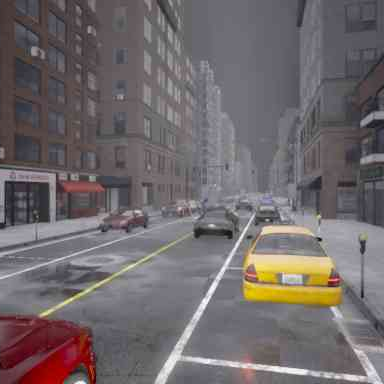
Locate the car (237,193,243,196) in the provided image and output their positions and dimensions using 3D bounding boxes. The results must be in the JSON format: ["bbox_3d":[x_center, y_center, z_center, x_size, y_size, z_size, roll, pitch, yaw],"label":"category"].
[{"bbox_3d":[11.966,1.514,89.430,1.752,1.417,4.829,0,0,13],"label":"car"}]

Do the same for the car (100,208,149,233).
[{"bbox_3d":[-3.807,1.580,19.473,1.802,1.307,4.206,0,0,13],"label":"car"}]

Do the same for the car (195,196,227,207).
[{"bbox_3d":[1.972,1.350,33.479,2.097,1.767,4.553,0,0,13],"label":"car"}]

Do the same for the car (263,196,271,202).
[{"bbox_3d":[17.334,1.577,76.752,1.802,1.307,4.206,0,0,13],"label":"car"}]

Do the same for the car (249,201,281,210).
[{"bbox_3d":[5.237,1.550,23.099,2.008,1.369,4.403,0,0,13],"label":"car"}]

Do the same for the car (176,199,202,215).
[{"bbox_3d":[-0.203,1.523,35.457,1.752,1.417,4.829,0,0,13],"label":"car"}]

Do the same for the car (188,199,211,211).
[{"bbox_3d":[1.048,1.548,41.006,2.008,1.369,4.403,0,0,13],"label":"car"}]

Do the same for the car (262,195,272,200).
[{"bbox_3d":[7.665,1.439,33.866,1.967,1.590,4.097,0,0,13],"label":"car"}]

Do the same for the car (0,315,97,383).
[{"bbox_3d":[-2.252,1.477,1.418,1.882,1.535,5.008,0,0,13],"label":"car"}]

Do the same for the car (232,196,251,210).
[{"bbox_3d":[6.208,1.524,39.404,1.812,1.442,4.674,0,0,13],"label":"car"}]

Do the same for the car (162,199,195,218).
[{"bbox_3d":[-1.379,1.438,30.240,1.967,1.590,4.097,0,0,13],"label":"car"}]

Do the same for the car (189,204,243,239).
[{"bbox_3d":[1.386,1.564,17.550,1.994,1.385,4.181,0,0,13],"label":"car"}]

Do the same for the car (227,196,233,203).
[{"bbox_3d":[7.004,1.545,67.425,2.008,1.369,4.403,0,0,13],"label":"car"}]

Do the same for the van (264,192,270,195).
[{"bbox_3d":[14.835,1.337,65.668,1.690,1.788,3.998,0,0,13],"label":"van"}]

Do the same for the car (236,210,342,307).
[{"bbox_3d":[2.267,1.457,8.163,1.801,1.575,5.366,0,0,13],"label":"car"}]
